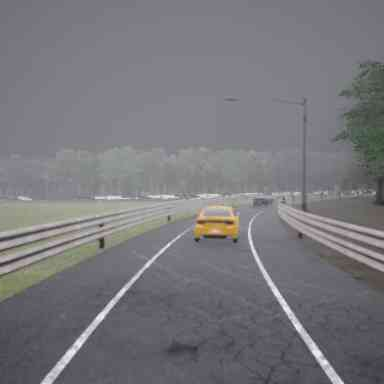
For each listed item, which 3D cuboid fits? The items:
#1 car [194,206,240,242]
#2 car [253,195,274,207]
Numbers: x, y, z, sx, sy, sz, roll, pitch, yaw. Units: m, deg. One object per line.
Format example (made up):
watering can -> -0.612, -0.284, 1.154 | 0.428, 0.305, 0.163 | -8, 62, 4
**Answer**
car -> 1.292, 1.402, 16.109 | 1.882, 1.535, 5.008 | 0, 1, 8
car -> 9.489, 1.107, 43.810 | 1.882, 1.535, 5.008 | 0, 1, 25
